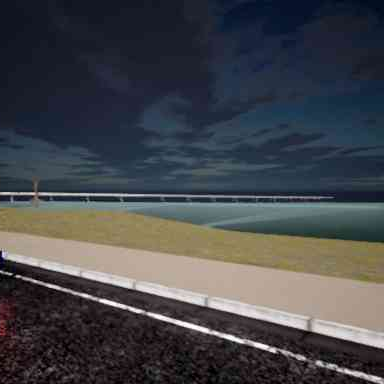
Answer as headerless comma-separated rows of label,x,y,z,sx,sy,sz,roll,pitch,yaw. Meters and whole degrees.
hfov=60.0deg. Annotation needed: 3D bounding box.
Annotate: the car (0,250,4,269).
car,-6.916,1.606,8.615,4.718,1.301,1.895,0,0,36
